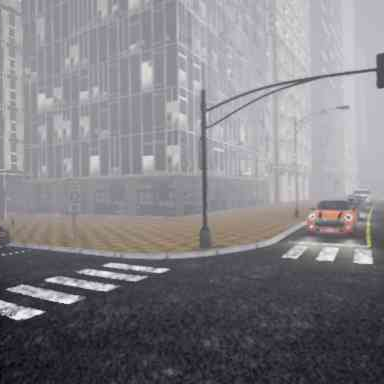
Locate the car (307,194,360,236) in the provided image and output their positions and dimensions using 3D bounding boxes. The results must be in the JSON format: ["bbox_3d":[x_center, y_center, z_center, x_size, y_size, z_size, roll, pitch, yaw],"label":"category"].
[{"bbox_3d":[7.326,1.153,17.215,2.097,1.767,4.553,-1,0,28],"label":"car"}]

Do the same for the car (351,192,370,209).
[{"bbox_3d":[16.681,1.058,34.213,2.128,1.511,4.902,-1,0,30],"label":"car"}]

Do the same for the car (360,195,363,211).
[{"bbox_3d":[11.609,1.199,25.194,1.837,1.490,4.892,-1,0,29],"label":"car"}]

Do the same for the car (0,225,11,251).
[{"bbox_3d":[-9.888,1.982,14.931,4.403,1.369,2.008,-2,0,33],"label":"car"}]

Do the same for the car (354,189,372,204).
[{"bbox_3d":[22.133,0.647,43.401,2.150,2.045,5.566,-1,0,32],"label":"car"}]
